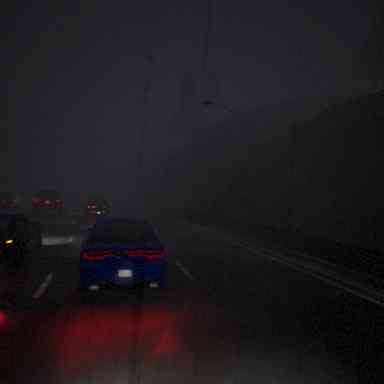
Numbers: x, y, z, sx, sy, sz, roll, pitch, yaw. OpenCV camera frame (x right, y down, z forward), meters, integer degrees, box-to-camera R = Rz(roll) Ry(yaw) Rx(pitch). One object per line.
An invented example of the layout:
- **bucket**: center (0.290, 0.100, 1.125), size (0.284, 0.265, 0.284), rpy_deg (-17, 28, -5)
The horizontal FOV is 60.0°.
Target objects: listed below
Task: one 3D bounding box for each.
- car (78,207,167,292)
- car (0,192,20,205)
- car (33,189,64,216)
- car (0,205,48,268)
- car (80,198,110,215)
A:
- **car**: center (-1.887, 1.404, 8.862), size (1.882, 1.535, 5.008), rpy_deg (2, 0, -14)
- **car**: center (-17.442, 0.772, 31.277), size (2.097, 1.767, 4.553), rpy_deg (2, 0, -24)
- **car**: center (-11.962, 0.811, 27.648), size (2.150, 2.045, 5.566), rpy_deg (2, 0, -23)
- **car**: center (-5.855, 1.331, 10.169), size (1.812, 1.442, 4.674), rpy_deg (2, 0, -15)
- **car**: center (-7.645, 1.225, 26.297), size (1.837, 1.490, 4.892), rpy_deg (2, 0, -22)
